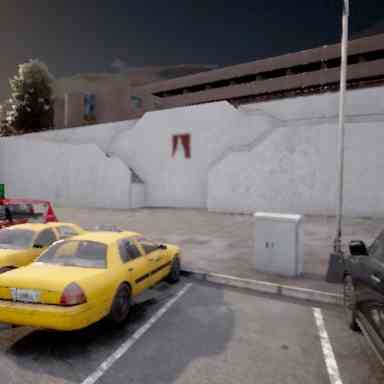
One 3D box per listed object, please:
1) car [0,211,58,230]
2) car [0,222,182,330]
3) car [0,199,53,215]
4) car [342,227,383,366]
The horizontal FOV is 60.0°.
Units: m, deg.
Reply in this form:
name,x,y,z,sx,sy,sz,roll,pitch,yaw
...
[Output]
name,x,y,z,sx,sy,sz,roll,pitch,yaw
car,-4.219,1.485,8.593,1.946,1.575,5.366,0,-1,16
car,-1.684,1.488,7.211,1.946,1.575,5.366,0,-1,16
car,-6.615,1.246,10.490,2.435,2.045,5.566,0,-1,15
car,3.158,1.237,3.579,2.435,2.045,5.566,0,-1,16
